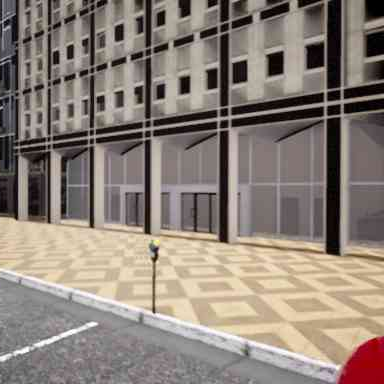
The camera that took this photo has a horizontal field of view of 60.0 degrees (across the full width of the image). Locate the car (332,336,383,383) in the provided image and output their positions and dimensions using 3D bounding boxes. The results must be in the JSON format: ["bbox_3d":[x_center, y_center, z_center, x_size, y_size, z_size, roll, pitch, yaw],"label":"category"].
[{"bbox_3d":[2.906,1.327,0.802,5.009,1.841,2.192,0,0,35],"label":"car"}]
